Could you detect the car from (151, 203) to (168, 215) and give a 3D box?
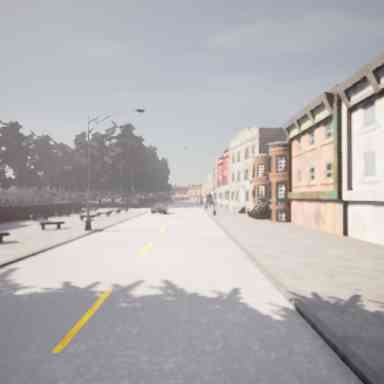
[{"bbox_3d":[-4.081,2.105,41.982,1.812,1.442,4.674,0,-1,0],"label":"car"}]
